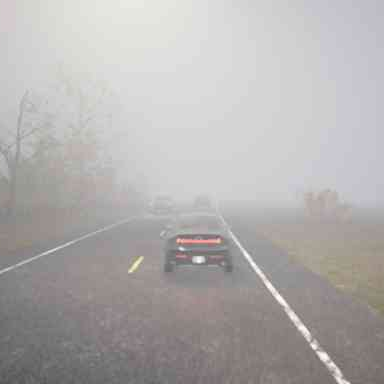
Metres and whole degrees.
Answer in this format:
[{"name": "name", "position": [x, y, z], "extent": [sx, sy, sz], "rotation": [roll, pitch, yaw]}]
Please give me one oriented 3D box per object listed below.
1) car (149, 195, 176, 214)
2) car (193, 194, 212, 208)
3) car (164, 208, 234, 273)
[{"name": "car", "position": [-2.752, 1.110, 31.737], "extent": [2.097, 1.767, 4.553], "rotation": [0, 0, 3]}, {"name": "car", "position": [1.313, 1.061, 39.421], "extent": [2.097, 1.767, 4.553], "rotation": [0, 1, 5]}, {"name": "car", "position": [0.213, 1.416, 10.368], "extent": [1.837, 1.490, 4.892], "rotation": [0, -1, 1]}]
